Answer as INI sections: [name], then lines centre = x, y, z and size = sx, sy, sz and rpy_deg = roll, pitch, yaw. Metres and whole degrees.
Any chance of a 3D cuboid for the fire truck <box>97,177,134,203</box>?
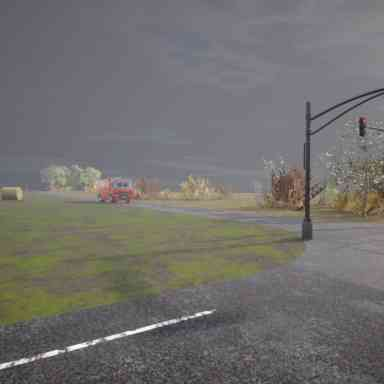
[fire truck]
centre = -11.715, -0.354, 50.059
size = 2.891, 3.827, 8.468
rpy_deg = 1, 0, -32
